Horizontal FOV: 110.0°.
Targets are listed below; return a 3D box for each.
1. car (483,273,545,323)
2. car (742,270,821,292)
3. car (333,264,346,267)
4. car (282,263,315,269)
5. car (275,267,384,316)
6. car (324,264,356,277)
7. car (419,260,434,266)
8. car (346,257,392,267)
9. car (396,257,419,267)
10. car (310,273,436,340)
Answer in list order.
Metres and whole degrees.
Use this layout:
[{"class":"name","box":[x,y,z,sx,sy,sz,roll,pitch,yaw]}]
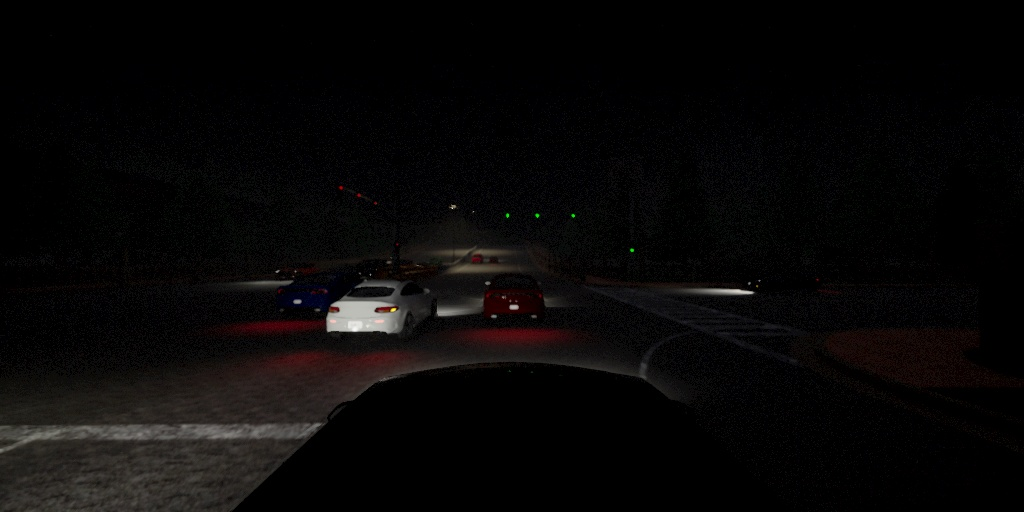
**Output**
[{"class":"car","box":[0.051,1.352,12.801,1.882,1.535,5.008,0,-1,0]},{"class":"car","box":[17.256,1.582,23.100,4.181,1.385,1.994,0,-1,0]},{"class":"car","box":[-17.755,1.635,39.635,2.128,1.511,4.902,0,-1,-1]},{"class":"car","box":[-21.236,1.444,35.542,2.097,1.767,4.553,0,-1,0]},{"class":"car","box":[-6.954,1.354,14.084,1.882,1.535,5.008,0,-1,0]},{"class":"car","box":[-21.257,1.718,44.520,1.812,1.442,4.674,0,-1,0]},{"class":"car","box":[-14.273,1.795,56.994,1.837,1.490,4.892,0,1,-1]},{"class":"car","box":[-14.237,1.334,36.298,2.150,2.045,5.566,0,-1,0]},{"class":"car","box":[-14.266,1.450,46.666,2.150,2.045,5.566,0,-1,0]},{"class":"car","box":[-3.441,1.364,10.157,1.812,1.442,4.674,0,-1,0]}]
